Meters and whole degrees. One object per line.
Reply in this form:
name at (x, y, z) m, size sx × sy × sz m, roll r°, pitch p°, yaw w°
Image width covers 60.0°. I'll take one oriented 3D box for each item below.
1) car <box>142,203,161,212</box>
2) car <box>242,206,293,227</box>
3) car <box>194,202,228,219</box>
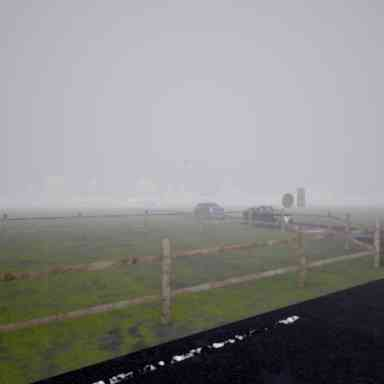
car at (-6.666, 2.519, 54.604) m, size 1.895 × 1.301 × 4.718 m, roll 1°, pitch -1°, yaw -23°
car at (5.751, 1.809, 25.762) m, size 2.128 × 1.511 × 4.902 m, roll 1°, pitch -1°, yaw -23°
car at (1.904, 1.856, 34.661) m, size 2.097 × 1.767 × 4.553 m, roll 1°, pitch -2°, yaw -23°
